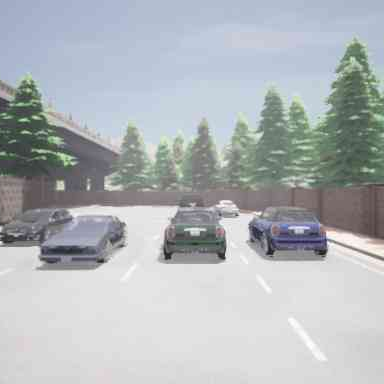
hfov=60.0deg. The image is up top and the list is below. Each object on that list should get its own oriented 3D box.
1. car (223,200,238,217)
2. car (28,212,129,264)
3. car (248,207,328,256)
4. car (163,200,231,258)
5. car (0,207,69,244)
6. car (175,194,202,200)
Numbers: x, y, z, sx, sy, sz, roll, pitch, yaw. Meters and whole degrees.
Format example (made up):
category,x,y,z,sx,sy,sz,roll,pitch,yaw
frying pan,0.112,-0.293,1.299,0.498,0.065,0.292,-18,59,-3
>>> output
category,x,y,z,sx,sy,sz,roll,pitch,yaw
car,3.100,1.529,31.629,1.812,1.442,4.674,0,0,-7
car,-3.587,1.549,12.131,2.033,1.411,5.357,0,0,0
car,3.601,1.353,13.282,2.097,1.767,4.553,0,0,0
car,0.101,1.353,12.837,2.097,1.767,4.553,0,0,0
car,-7.098,1.506,15.841,1.837,1.490,4.892,0,0,0
car,-0.243,1.224,29.702,2.150,2.045,5.566,0,0,-6
